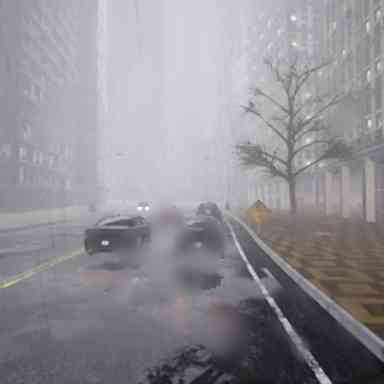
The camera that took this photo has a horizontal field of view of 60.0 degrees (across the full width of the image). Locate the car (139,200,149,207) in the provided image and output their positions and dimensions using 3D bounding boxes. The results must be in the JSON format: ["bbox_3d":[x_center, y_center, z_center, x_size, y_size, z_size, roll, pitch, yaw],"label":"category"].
[{"bbox_3d":[-9.269,2.291,64.205,1.895,1.301,4.718,0,-1,-5],"label":"car"}]

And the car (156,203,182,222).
[{"bbox_3d":[-1.870,1.875,28.238,1.994,1.385,4.181,0,-1,3],"label":"car"}]

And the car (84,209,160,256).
[{"bbox_3d":[-2.836,1.631,13.991,1.882,1.535,5.008,0,0,4],"label":"car"}]

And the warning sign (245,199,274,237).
[{"bbox_3d":[3.407,1.292,16.948,1.300,1.860,1.060,-1,-2,4],"label":"warning sign"}]

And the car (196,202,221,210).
[{"bbox_3d":[1.370,1.655,27.944,2.097,1.767,4.553,0,-1,3],"label":"car"}]

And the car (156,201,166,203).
[{"bbox_3d":[-6.017,2.298,64.273,1.895,1.301,4.718,0,-1,-5],"label":"car"}]

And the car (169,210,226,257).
[{"bbox_3d":[0.385,1.670,13.491,1.812,1.442,4.674,0,0,4],"label":"car"}]
